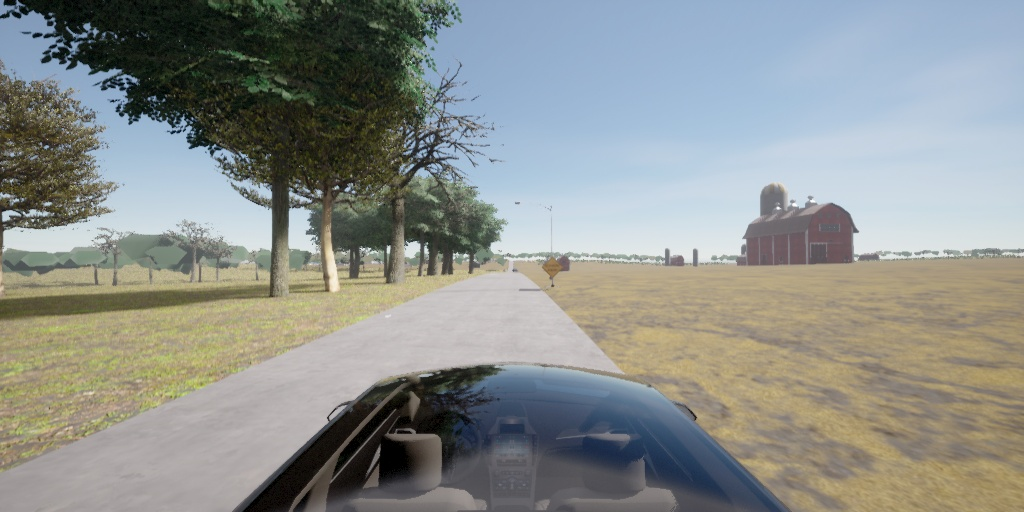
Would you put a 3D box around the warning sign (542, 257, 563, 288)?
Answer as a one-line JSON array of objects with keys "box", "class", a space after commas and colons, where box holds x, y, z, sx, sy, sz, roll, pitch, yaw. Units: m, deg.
[{"box": [2.450, 0.978, 21.659, 1.300, 1.860, 1.060, 0, 0, 0], "class": "warning sign"}]
